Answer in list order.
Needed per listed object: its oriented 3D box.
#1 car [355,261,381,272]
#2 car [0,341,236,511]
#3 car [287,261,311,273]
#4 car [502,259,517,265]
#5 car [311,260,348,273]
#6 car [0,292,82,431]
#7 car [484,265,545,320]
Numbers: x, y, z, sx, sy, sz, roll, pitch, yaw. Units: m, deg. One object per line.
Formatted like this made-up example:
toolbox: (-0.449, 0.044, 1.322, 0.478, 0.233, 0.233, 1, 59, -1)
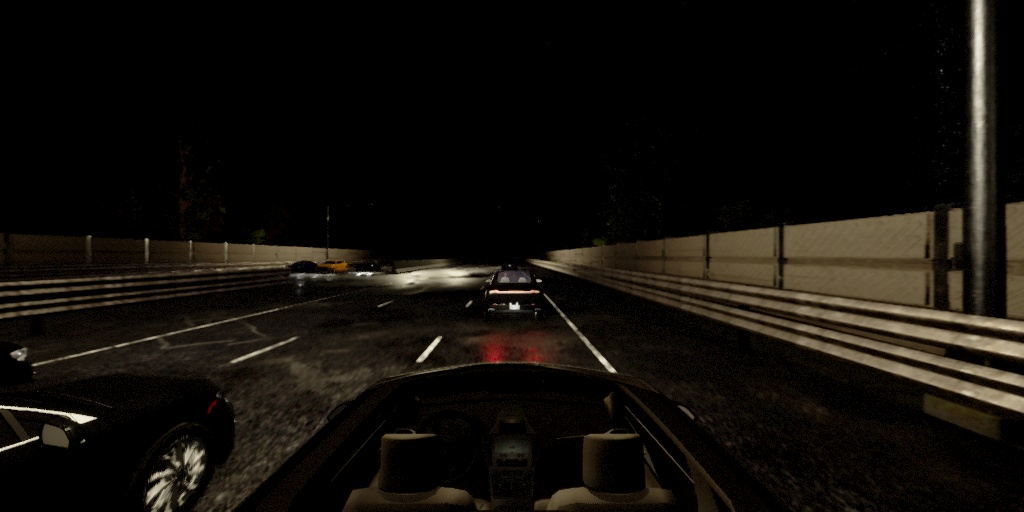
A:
car: (-17.989, 1.325, 45.060, 1.994, 1.385, 4.181, 0, 0, -1)
car: (-3.404, 1.254, 1.226, 1.837, 1.490, 4.892, 0, 0, 0)
car: (-24.957, 1.286, 42.900, 1.812, 1.442, 4.674, 0, 0, -1)
car: (-0.301, 1.192, 44.567, 2.033, 1.649, 4.856, 0, 0, -1)
car: (-21.459, 1.238, 42.964, 1.882, 1.535, 5.008, 0, 0, -1)
car: (-6.906, 1.242, 2.424, 2.128, 1.511, 4.902, 0, 0, 0)
car: (0.063, 1.244, 12.621, 2.128, 1.511, 4.902, 0, 0, 0)
